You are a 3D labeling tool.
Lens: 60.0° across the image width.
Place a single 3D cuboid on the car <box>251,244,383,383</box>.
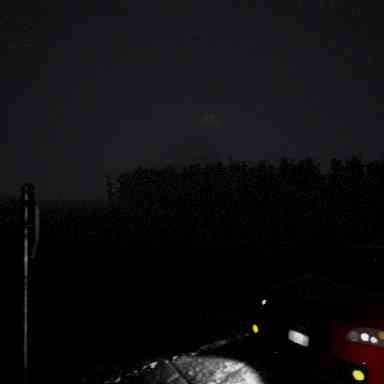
[{"bbox_3d":[2.888,1.561,5.143,4.181,1.385,1.994,0,0,-36],"label":"car"}]
